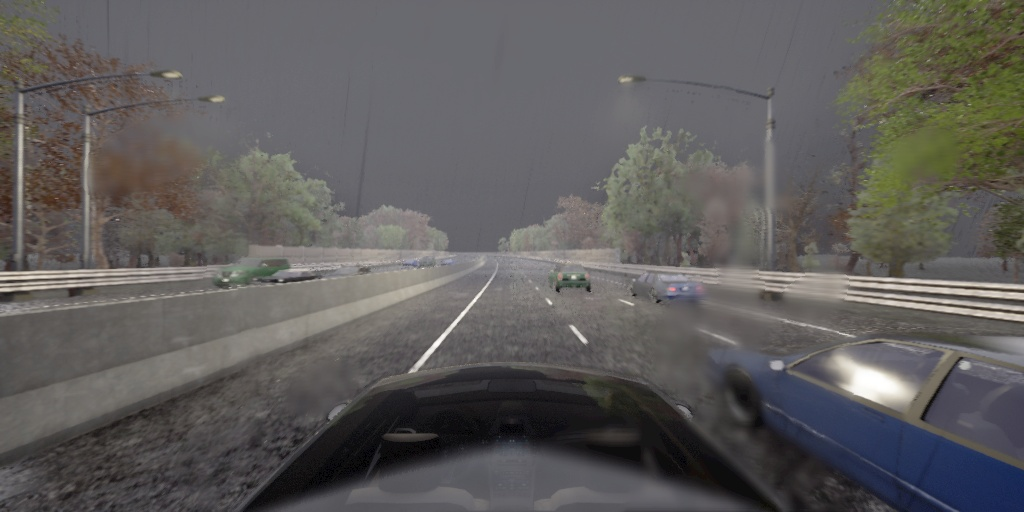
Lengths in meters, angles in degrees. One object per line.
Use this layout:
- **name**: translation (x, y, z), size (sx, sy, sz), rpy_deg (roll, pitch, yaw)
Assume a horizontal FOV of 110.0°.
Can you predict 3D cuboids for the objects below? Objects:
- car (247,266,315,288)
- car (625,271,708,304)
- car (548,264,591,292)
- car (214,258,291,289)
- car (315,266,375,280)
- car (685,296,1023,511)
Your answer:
- **car**: translation (-14.175, 1.512, 22.978), size (1.895, 1.301, 4.718), rpy_deg (0, 0, 0)
- **car**: translation (7.067, 1.416, 17.029), size (2.033, 1.411, 5.357), rpy_deg (0, 0, 0)
- **car**: translation (3.522, 1.262, 22.623), size (2.097, 1.767, 4.553), rpy_deg (0, 0, 0)
- **car**: translation (-17.690, 1.144, 24.940), size (2.150, 2.045, 5.566), rpy_deg (0, 0, -1)
- **car**: translation (-10.682, 1.423, 23.836), size (1.837, 1.490, 4.892), rpy_deg (0, 0, 0)
- **car**: translation (3.601, 1.305, 2.606), size (2.033, 1.411, 5.357), rpy_deg (0, 0, 0)
